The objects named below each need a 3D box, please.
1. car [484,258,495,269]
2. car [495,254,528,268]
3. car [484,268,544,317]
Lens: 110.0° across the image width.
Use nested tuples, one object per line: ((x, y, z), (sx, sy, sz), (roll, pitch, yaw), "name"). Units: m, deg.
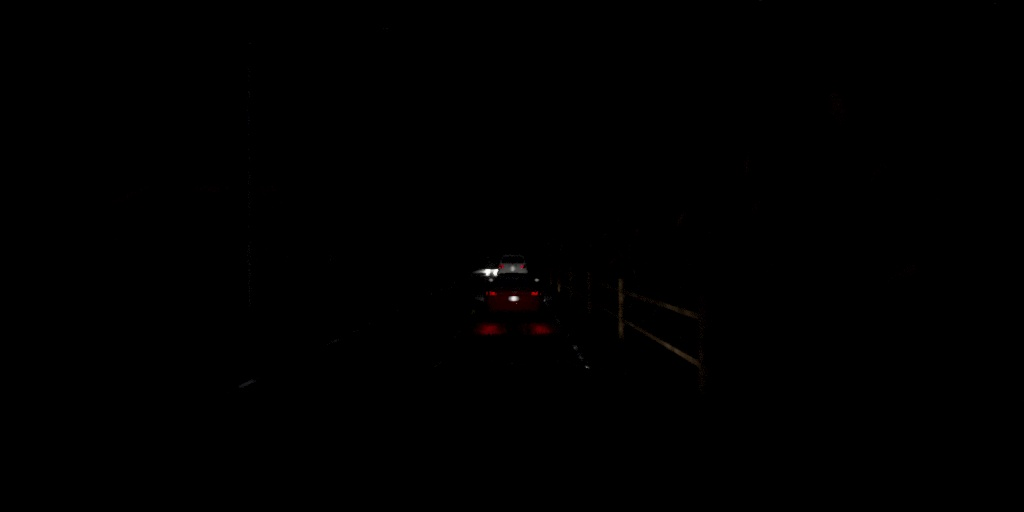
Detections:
((-2.810, 1.088, 51.183), (2.128, 1.511, 4.902), (0, 0, 0), "car")
((0.074, 0.898, 27.776), (2.150, 2.045, 5.566), (0, 0, 1), "car")
((0.070, 1.281, 13.027), (1.994, 1.385, 4.181), (0, 0, 0), "car")
